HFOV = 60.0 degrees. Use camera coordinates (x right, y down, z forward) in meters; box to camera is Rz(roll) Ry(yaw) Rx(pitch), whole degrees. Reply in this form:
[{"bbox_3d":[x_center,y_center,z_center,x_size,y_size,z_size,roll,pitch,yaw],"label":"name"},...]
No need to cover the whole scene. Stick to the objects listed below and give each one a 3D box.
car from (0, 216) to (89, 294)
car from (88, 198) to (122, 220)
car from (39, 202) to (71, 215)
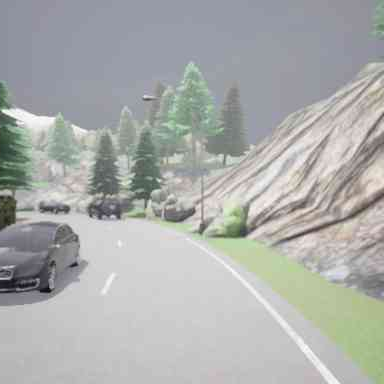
[{"bbox_3d":[-4.330,1.618,9.130,1.837,1.490,4.892,0,-1,-7],"label":"car"},{"bbox_3d":[-8.711,1.620,33.031,2.150,2.045,5.566,0,-1,-31],"label":"car"},{"bbox_3d":[-17.322,1.995,41.840,4.902,1.511,2.128,0,-1,34],"label":"car"}]
